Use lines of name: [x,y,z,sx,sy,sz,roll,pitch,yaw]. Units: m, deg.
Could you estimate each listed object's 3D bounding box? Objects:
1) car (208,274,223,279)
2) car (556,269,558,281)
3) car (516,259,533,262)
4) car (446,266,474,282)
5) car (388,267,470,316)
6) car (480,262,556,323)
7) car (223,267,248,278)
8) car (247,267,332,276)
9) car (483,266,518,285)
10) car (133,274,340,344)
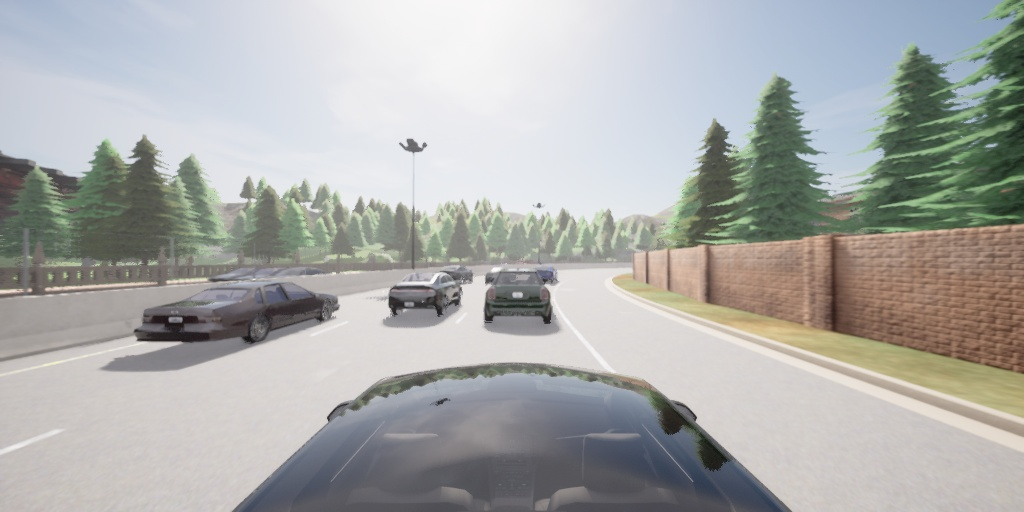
car: [-19.678,1.555,26.946,2.033,1.411,5.357,0,-1,9]
car: [2.921,1.534,31.546,1.882,1.535,5.008,0,-1,14]
car: [1.913,1.620,64.836,2.150,2.045,5.566,-1,-1,32]
car: [-4.603,1.546,30.081,1.837,1.490,4.892,0,-1,11]
car: [-3.196,1.368,14.010,2.128,1.511,4.902,0,-1,3]
car: [0.253,1.217,12.887,2.097,1.767,4.553,0,-1,2]
car: [-16.469,1.533,24.820,2.033,1.411,5.357,0,-1,8]
car: [-13.249,1.437,22.172,1.882,1.535,5.008,0,-1,7]
car: [-0.876,1.611,30.653,1.994,1.385,4.181,0,-1,13]
car: [-6.859,1.381,9.867,2.033,1.411,5.357,0,-1,1]
